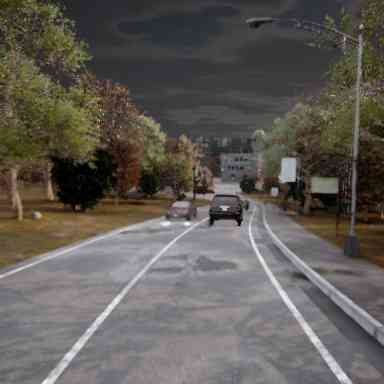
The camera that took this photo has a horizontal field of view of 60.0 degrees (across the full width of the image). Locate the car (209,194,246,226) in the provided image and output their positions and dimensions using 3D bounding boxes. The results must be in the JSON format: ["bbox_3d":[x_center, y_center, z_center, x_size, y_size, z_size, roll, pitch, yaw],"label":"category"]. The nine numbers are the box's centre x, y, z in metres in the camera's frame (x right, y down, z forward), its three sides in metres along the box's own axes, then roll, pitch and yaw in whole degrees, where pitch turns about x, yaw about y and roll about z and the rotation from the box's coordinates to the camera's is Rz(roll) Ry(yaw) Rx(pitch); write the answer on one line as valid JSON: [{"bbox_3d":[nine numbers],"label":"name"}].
[{"bbox_3d":[2.558,1.195,23.885,2.150,2.045,5.566,1,0,10],"label":"car"}]

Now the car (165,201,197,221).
[{"bbox_3d":[-0.739,1.430,26.214,1.812,1.442,4.674,1,0,11],"label":"car"}]

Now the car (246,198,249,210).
[{"bbox_3d":[6.222,1.454,41.979,2.128,1.511,4.902,1,0,11],"label":"car"}]
